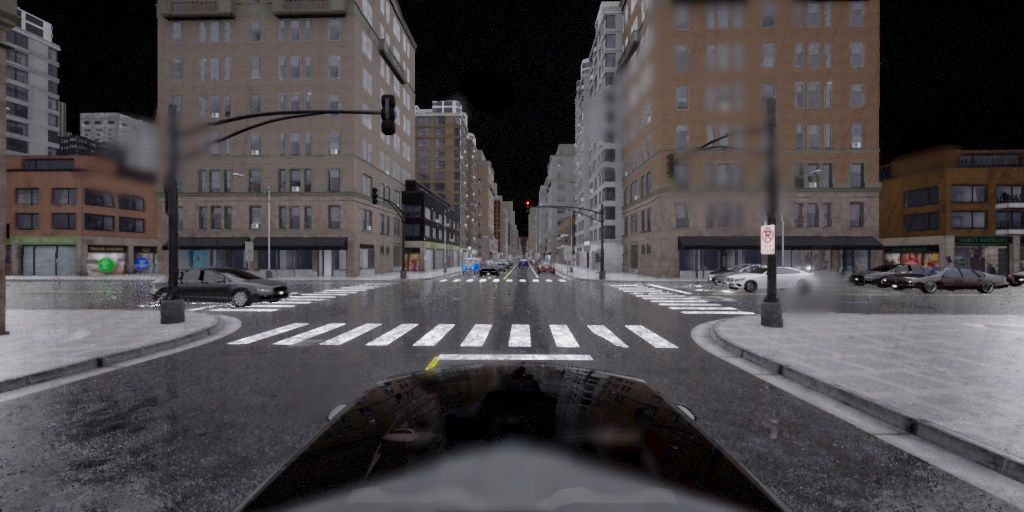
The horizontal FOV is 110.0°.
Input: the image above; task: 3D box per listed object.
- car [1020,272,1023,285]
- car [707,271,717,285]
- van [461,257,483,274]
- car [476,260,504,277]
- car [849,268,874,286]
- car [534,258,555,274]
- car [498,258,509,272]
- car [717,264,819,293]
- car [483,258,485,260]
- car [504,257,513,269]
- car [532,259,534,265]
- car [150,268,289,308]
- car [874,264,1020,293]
[{"bbox_3d":[35.045,1.359,23.196,4.181,1.385,1.994,0,0,2],"label":"car"},{"bbox_3d":[15.646,1.257,23.758,4.902,1.511,2.128,0,0,2],"label":"car"},{"bbox_3d":[-4.707,1.111,41.132,1.690,1.789,3.998,0,0,2],"label":"van"},{"bbox_3d":[-2.142,1.365,35.814,1.895,1.301,4.718,0,0,2],"label":"car"},{"bbox_3d":[25.063,1.283,23.490,4.892,1.490,1.837,0,0,2],"label":"car"},{"bbox_3d":[3.814,1.210,40.847,1.967,1.591,4.097,0,0,2],"label":"car"},{"bbox_3d":[-1.785,1.339,45.831,1.994,1.385,4.181,0,0,3],"label":"car"},{"bbox_3d":[14.769,1.291,20.531,4.674,1.442,1.812,0,0,3],"label":"car"},{"bbox_3d":[-4.520,1.090,46.652,2.192,1.841,5.009,0,0,2],"label":"car"},{"bbox_3d":[-1.446,1.138,55.742,2.097,1.767,4.553,0,0,2],"label":"car"},{"bbox_3d":[4.002,1.341,46.369,1.948,1.339,4.313,0,0,2],"label":"car"},{"bbox_3d":[-11.765,1.242,14.584,4.892,1.490,1.837,0,0,2],"label":"car"},{"bbox_3d":[24.356,1.325,20.258,5.357,1.411,2.033,0,0,2],"label":"car"}]
